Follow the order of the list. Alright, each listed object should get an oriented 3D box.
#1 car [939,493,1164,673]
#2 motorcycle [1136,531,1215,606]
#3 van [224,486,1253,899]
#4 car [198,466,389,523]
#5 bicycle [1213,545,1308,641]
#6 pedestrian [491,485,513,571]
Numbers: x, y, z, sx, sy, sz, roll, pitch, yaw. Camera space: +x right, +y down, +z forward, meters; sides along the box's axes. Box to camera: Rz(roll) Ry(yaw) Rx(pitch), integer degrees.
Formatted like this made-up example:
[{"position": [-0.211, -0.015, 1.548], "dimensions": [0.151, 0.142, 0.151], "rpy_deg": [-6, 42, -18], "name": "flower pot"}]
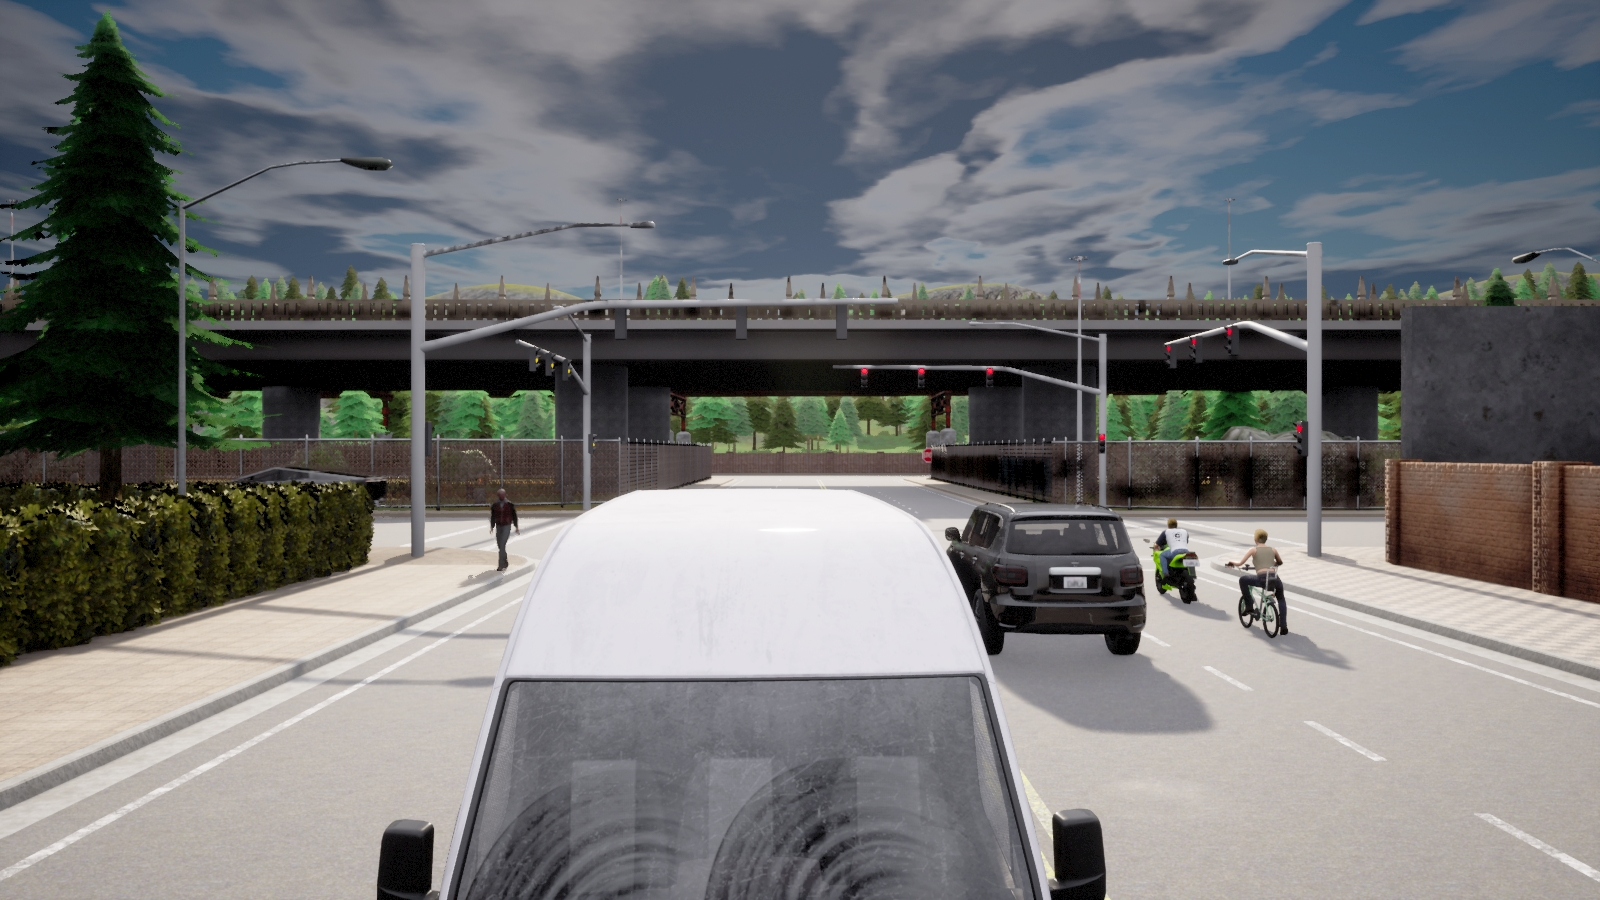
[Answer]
[{"position": [3.496, 1.780, 17.139], "dimensions": [2.150, 2.045, 5.566], "rpy_deg": [0, 0, 0], "name": "car"}, {"position": [6.995, 2.187, 21.401], "dimensions": [0.803, 1.199, 2.033], "rpy_deg": [0, 0, 0], "name": "motorcycle"}, {"position": [-0.245, 1.535, 5.164], "dimensions": [1.988, 2.561, 5.915], "rpy_deg": [0, 0, -3], "name": "van"}, {"position": [-19.432, 1.700, 44.056], "dimensions": [6.274, 2.098, 2.390], "rpy_deg": [0, 0, 0], "name": "car"}, {"position": [7.010, 2.159, 17.481], "dimensions": [0.859, 1.276, 1.487], "rpy_deg": [0, 0, 0], "name": "bicycle"}, {"position": [-6.504, 1.697, 24.961], "dimensions": [0.375, 1.860, 0.375], "rpy_deg": [0, 0, 2], "name": "pedestrian"}]
